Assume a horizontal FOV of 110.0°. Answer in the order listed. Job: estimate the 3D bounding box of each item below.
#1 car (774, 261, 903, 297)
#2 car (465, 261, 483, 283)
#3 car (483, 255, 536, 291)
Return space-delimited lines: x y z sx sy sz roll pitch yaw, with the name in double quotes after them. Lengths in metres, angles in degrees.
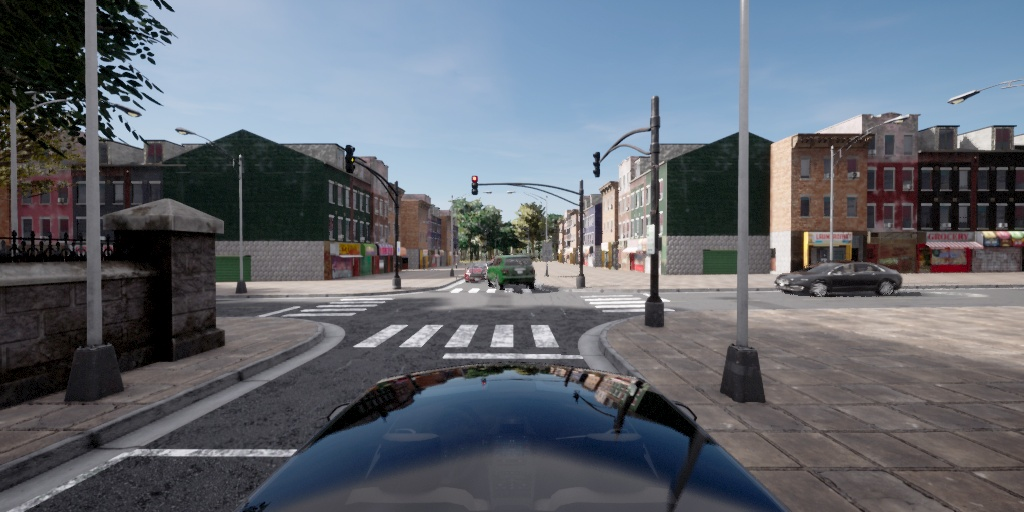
14.721 1.013 16.318 4.892 1.490 1.837 -1 1 0 "car"
-2.541 1.199 28.117 1.967 1.591 4.097 0 0 0 "car"
-0.138 0.981 22.438 2.150 2.045 5.566 -2 0 -13 "car"
